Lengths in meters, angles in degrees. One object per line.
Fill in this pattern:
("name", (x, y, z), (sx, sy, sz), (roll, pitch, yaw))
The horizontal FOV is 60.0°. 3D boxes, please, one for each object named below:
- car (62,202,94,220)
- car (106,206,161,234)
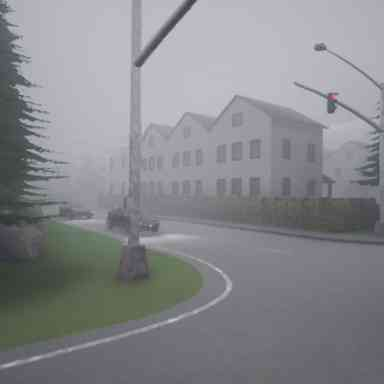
("car", (-10.475, 1.644, 29.850), (2.033, 1.411, 5.357), (1, -1, -35))
("car", (-3.634, 1.600, 20.092), (1.837, 1.490, 4.892), (1, -1, -35))
